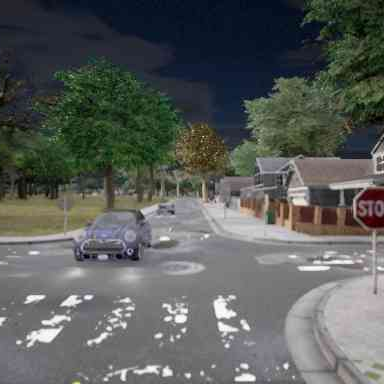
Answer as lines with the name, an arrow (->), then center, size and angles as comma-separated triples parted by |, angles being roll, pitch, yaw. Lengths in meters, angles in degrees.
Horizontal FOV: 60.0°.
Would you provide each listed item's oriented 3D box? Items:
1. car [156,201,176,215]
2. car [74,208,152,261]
car -> -2.804, 1.767, 36.711 | 1.812, 1.442, 4.674 | 0, 0, 0
car -> -2.770, 1.448, 12.553 | 2.097, 1.767, 4.553 | 0, -1, 0
